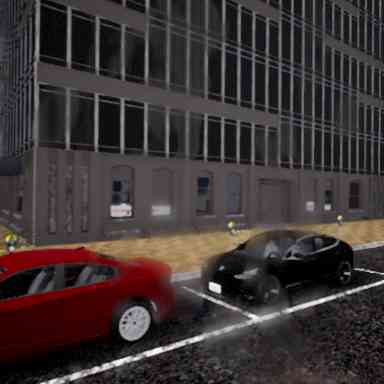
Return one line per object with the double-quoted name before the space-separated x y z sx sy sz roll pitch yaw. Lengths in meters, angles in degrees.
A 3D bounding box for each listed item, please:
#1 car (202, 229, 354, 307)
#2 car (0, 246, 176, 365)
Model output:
"car" 2.258 1.630 8.167 4.313 1.339 1.947 1 0 -35
"car" -2.376 1.553 4.862 4.507 1.381 1.887 1 0 -35
